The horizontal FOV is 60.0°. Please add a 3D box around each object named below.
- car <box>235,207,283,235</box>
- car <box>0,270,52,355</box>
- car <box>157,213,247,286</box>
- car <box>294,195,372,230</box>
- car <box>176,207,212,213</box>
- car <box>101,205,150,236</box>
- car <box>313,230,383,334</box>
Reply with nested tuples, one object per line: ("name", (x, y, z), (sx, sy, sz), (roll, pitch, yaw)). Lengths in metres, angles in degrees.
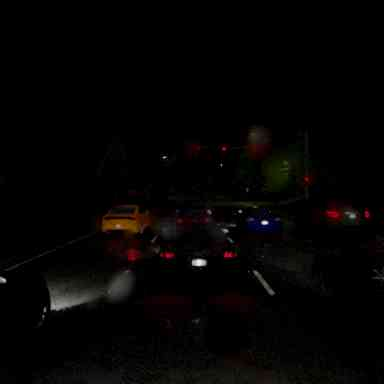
("car", (3.603, 1.491, 18.472), (1.994, 1.385, 4.181), (0, 0, 0))
("car", (-3.405, 1.548, 4.027), (1.994, 1.385, 4.181), (0, 0, 0))
("car", (0.116, 1.527, 9.362), (1.994, 1.385, 4.181), (0, 0, -1))
("car", (7.103, 1.154, 17.395), (2.150, 2.045, 5.566), (0, 0, 0))
("car", (0.103, 1.494, 17.766), (1.994, 1.385, 4.181), (0, 0, 0))
("car", (-3.397, 1.408, 17.831), (1.882, 1.535, 5.008), (0, 0, 0))
("car", (3.601, 1.579, 5.286), (1.895, 1.301, 4.718), (0, 0, 0))
